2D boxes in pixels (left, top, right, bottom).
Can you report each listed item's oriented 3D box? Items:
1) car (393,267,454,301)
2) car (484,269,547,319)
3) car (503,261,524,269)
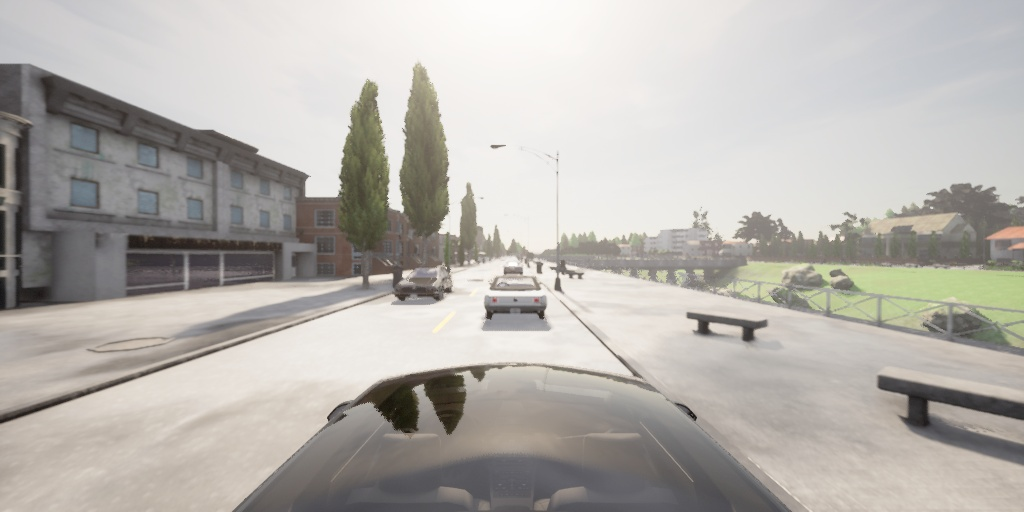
[{"bbox_3d":[-3.999,1.227,17.251,2.033,1.411,5.357,0,0,0],"label":"car"},{"bbox_3d":[0.106,1.303,12.619,1.895,1.301,4.718,0,0,0],"label":"car"},{"bbox_3d":[0.109,1.161,32.571,2.033,1.411,5.357,0,0,0],"label":"car"}]
